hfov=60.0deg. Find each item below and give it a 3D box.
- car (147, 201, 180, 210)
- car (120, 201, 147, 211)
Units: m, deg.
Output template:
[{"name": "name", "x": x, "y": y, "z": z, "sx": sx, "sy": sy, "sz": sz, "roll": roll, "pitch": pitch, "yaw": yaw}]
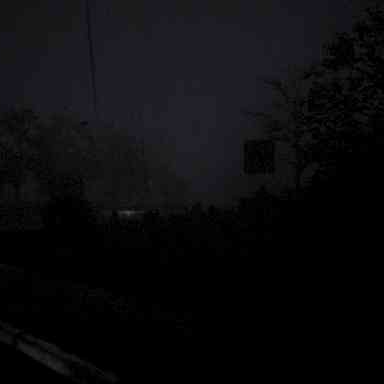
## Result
[{"name": "car", "x": -3.846, "y": 1.982, "z": 48.143, "sx": 1.895, "sy": 1.301, "sz": 4.718, "roll": -2, "pitch": -1, "yaw": 32}, {"name": "car", "x": -8.222, "y": 1.987, "z": 47.769, "sx": 1.812, "sy": 1.442, "sz": 4.674, "roll": -2, "pitch": -1, "yaw": 32}]
